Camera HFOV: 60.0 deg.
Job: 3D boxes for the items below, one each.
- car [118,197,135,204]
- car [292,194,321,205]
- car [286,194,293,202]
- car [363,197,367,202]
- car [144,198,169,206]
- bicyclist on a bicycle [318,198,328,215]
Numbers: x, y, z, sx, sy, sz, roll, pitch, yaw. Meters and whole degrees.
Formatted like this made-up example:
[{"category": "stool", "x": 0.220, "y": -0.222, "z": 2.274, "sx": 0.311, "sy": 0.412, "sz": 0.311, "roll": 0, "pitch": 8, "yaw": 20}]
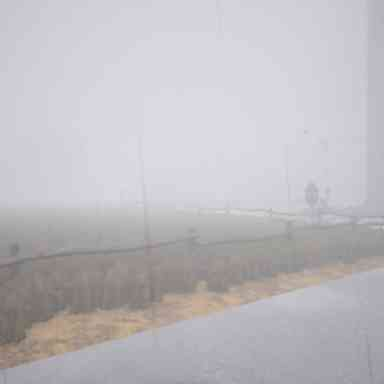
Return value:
[{"category": "car", "x": -11.131, "y": 1.585, "z": 56.142, "sx": 1.812, "sy": 1.442, "sz": 4.674, "roll": 0, "pitch": 0, "yaw": -36}, {"category": "car", "x": 21.339, "y": 1.595, "z": 60.610, "sx": 2.242, "sy": 1.667, "sz": 4.611, "roll": 0, "pitch": 0, "yaw": -36}, {"category": "car", "x": 24.716, "y": 1.454, "z": 79.603, "sx": 1.932, "sy": 1.855, "sz": 4.605, "roll": 0, "pitch": 0, "yaw": -36}, {"category": "car", "x": 40.793, "y": 1.475, "z": 75.016, "sx": 1.905, "sy": 1.878, "sz": 3.866, "roll": 0, "pitch": 0, "yaw": -36}, {"category": "car", "x": -5.171, "y": 1.536, "z": 48.070, "sx": 1.882, "sy": 1.535, "sz": 5.008, "roll": 0, "pitch": 0, "yaw": -36}, {"category": "bicyclist on a bicycle", "x": 12.146, "y": 1.363, "z": 30.773, "sx": 1.656, "sy": 1.620, "sz": 0.582, "roll": 0, "pitch": 0, "yaw": -36}]
